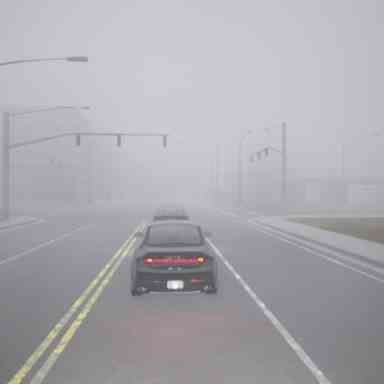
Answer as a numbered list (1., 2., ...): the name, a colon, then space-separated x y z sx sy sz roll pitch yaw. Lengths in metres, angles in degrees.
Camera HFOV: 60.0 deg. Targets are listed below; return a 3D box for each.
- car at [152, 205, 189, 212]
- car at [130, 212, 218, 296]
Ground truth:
1. car: -1.151 1.446 18.112 1.882 1.535 5.008 0 0 -4
2. car: -0.479 1.489 8.643 1.837 1.490 4.892 0 0 -4
